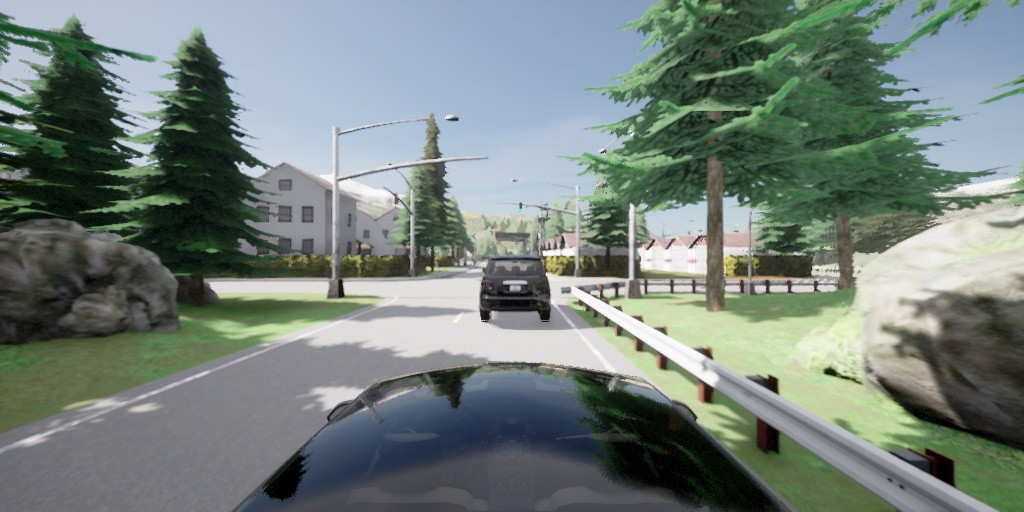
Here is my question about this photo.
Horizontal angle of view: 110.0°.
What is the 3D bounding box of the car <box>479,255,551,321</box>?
[{"bbox_3d":[0.101,0.988,12.612,2.150,2.045,5.566,0,0,0],"label":"car"}]
